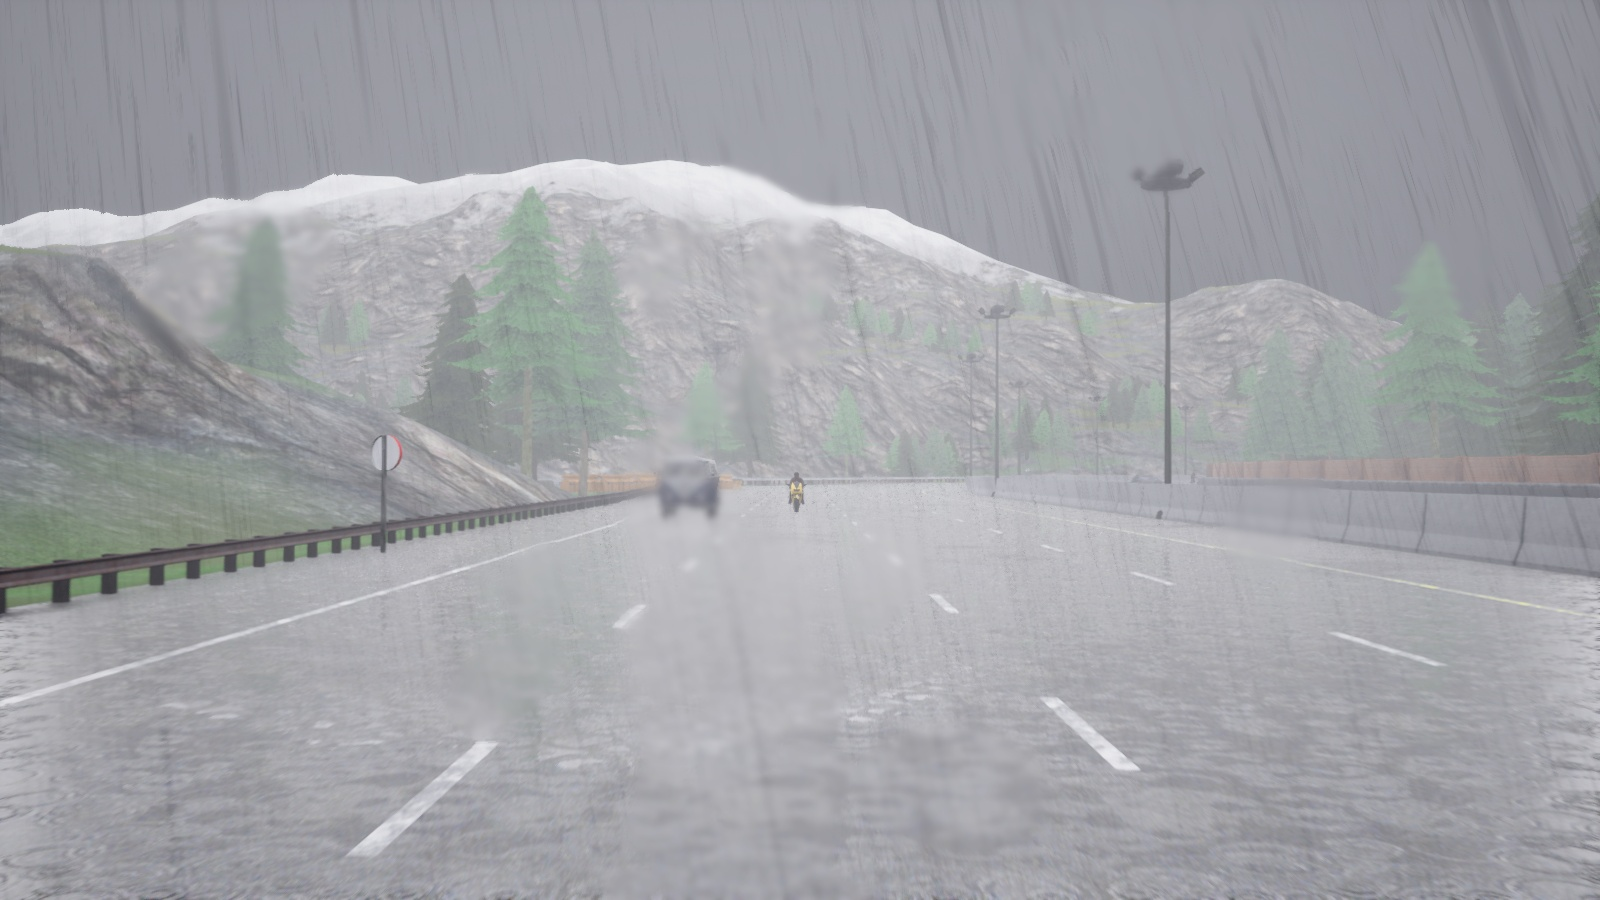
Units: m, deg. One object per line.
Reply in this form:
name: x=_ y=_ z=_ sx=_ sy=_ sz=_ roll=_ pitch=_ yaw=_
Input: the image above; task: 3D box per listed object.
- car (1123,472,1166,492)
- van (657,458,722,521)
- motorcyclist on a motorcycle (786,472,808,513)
car: x=24.640 y=2.269 z=89.930 sx=2.033 sy=1.411 sz=5.357 roll=0 pitch=-1 yaw=5
van: x=-3.601 y=1.277 z=41.541 sx=1.775 sy=1.987 sz=4.442 roll=0 pitch=-1 yaw=0
motorcyclist on a motorcycle: x=-0.114 y=1.588 z=47.211 sx=0.797 sy=1.523 sz=2.044 roll=0 pitch=-1 yaw=0
